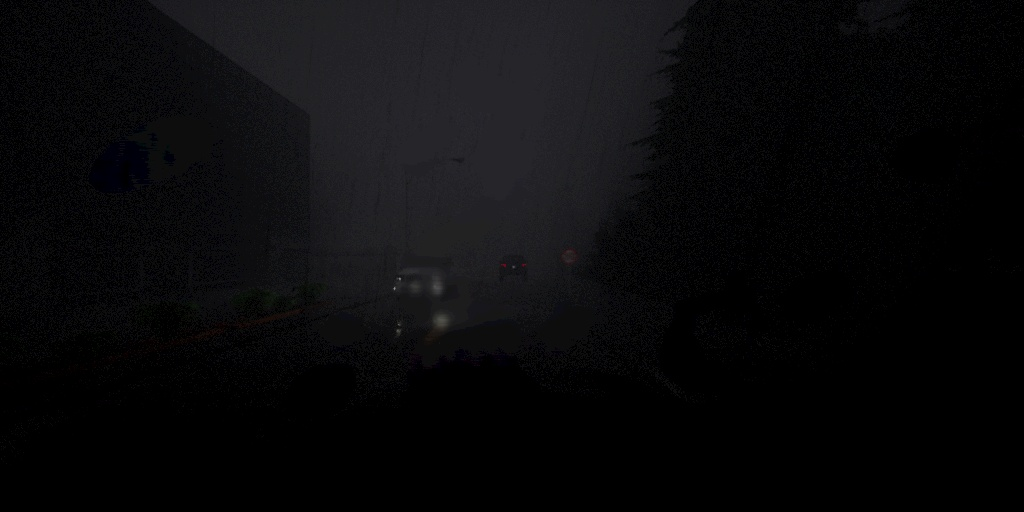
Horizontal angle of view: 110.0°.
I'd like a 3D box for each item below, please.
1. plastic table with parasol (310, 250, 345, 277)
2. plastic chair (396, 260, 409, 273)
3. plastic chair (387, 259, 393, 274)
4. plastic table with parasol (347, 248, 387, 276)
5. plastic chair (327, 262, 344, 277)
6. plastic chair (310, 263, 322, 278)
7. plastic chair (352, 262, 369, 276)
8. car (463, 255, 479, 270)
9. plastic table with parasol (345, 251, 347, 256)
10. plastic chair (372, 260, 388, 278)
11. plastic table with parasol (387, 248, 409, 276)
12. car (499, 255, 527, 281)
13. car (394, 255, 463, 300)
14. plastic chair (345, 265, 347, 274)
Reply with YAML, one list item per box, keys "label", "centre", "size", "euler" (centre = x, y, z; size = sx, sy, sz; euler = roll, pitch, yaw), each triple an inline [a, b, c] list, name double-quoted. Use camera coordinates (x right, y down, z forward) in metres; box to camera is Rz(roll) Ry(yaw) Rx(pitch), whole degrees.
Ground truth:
- label: "plastic table with parasol"
  centre: [-17.147, 0.659, 32.376]
  size: [2.482, 2.480, 2.482]
  euler: [0, 0, 0]
- label: "plastic chair"
  centre: [-12.118, 1.258, 39.726]
  size: [0.730, 1.272, 0.750]
  euler: [0, 0, 0]
- label: "plastic chair"
  centre: [-13.528, 1.259, 38.566]
  size: [0.750, 1.272, 0.730]
  euler: [0, 0, 0]
- label: "plastic table with parasol"
  centre: [-14.087, 0.657, 35.016]
  size: [2.482, 2.480, 2.482]
  euler: [0, 0, 0]
- label: "plastic chair"
  centre: [-15.887, 1.263, 32.256]
  size: [0.730, 1.272, 0.750]
  euler: [0, 0, 0]
- label: "plastic chair"
  centre: [-17.297, 1.263, 31.096]
  size: [0.750, 1.272, 0.730]
  euler: [0, 0, 0]
- label: "plastic chair"
  centre: [-14.247, 1.262, 33.736]
  size: [0.750, 1.272, 0.730]
  euler: [0, 0, 0]
- label: "car"
  centre: [-7.422, 0.946, 51.220]
  size: [5.566, 2.045, 2.150]
  euler: [0, -2, 22]
- label: "plastic table with parasol"
  centre: [-17.677, 0.655, 38.417]
  size: [2.482, 2.480, 2.482]
  euler: [0, 0, 0]
- label: "plastic chair"
  centre: [-12.837, 1.261, 34.896]
  size: [0.730, 1.272, 0.750]
  euler: [0, 0, 0]
- label: "plastic table with parasol"
  centre: [-13.368, 0.654, 39.876]
  size: [2.482, 2.480, 2.482]
  euler: [0, 0, 0]
- label: "car"
  centre: [0.107, 0.949, 29.722]
  size: [2.150, 2.045, 5.566]
  euler: [0, -1, -1]
- label: "car"
  centre: [-4.062, 0.965, 17.911]
  size: [2.150, 2.045, 5.566]
  euler: [0, 0, 0]
- label: "plastic chair"
  centre: [-15.497, 1.261, 34.826]
  size: [0.730, 1.272, 0.750]
  euler: [0, 0, 10]
